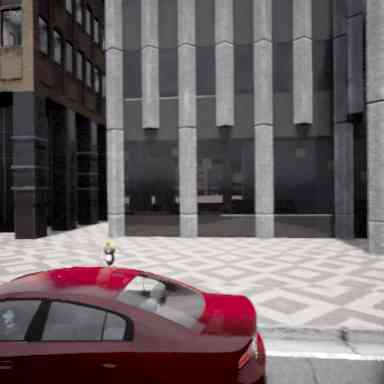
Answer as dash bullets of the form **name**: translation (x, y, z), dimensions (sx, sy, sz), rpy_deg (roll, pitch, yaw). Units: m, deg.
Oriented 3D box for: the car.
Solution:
- **car**: translation (-1.518, 1.533, 3.595), dimensions (4.507, 1.381, 1.887), rpy_deg (0, 0, 6)
